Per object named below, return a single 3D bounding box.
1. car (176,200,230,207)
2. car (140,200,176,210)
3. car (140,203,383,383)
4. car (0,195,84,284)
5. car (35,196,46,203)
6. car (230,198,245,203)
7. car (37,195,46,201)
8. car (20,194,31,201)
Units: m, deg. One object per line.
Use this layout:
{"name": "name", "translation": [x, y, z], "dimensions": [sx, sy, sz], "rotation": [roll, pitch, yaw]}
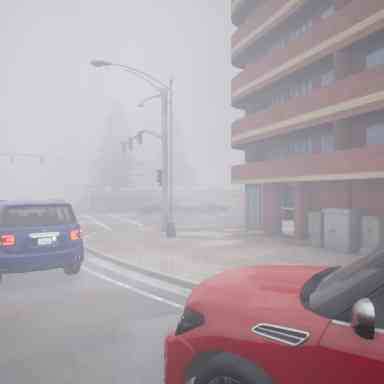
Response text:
{"name": "car", "translation": [1.105, 1.656, 34.237], "dimensions": [4.718, 1.301, 1.895], "rotation": [0, 0, -23]}
{"name": "car", "translation": [-3.352, 1.581, 36.150], "dimensions": [4.674, 1.442, 1.812], "rotation": [0, 0, -23]}
{"name": "car", "translation": [2.364, 1.221, 2.441], "dimensions": [5.566, 2.045, 2.150], "rotation": [0, 0, 36]}
{"name": "car", "translation": [-4.941, 1.221, 9.792], "dimensions": [2.150, 2.045, 5.566], "rotation": [0, 0, -36]}
{"name": "car", "translation": [-33.261, 1.540, 73.024], "dimensions": [2.033, 1.411, 5.357], "rotation": [0, 0, -23]}
{"name": "car", "translation": [5.172, 1.533, 39.723], "dimensions": [5.008, 1.535, 1.882], "rotation": [0, 0, -23]}
{"name": "car", "translation": [-37.290, 1.478, 82.497], "dimensions": [1.882, 1.535, 5.008], "rotation": [0, 0, -23]}
{"name": "car", "translation": [-40.464, 1.355, 81.017], "dimensions": [2.097, 1.767, 4.553], "rotation": [0, 0, -23]}
